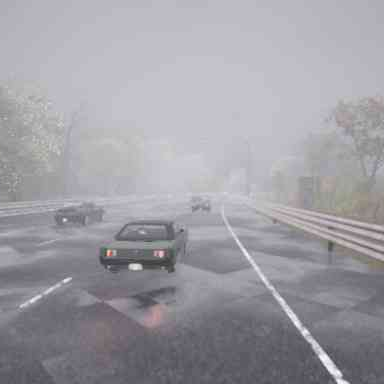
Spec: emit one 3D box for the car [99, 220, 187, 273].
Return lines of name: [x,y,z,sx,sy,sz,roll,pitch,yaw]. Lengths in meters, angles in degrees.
car: [-1.217,1.541,10.430,1.895,1.301,4.718,0,0,4]

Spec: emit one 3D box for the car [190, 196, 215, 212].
car: [1.143,1.411,35.806,1.895,1.301,4.718,0,0,6]

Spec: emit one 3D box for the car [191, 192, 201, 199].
car: [1.055,0.935,85.112,2.097,1.767,4.553,0,0,10]

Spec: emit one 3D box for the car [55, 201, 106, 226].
car: [-7.251,1.374,21.990,1.837,1.490,4.892,0,0,5]

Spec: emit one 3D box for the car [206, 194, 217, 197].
car: [4.709,1.134,85.721,1.994,1.385,4.181,0,0,10]

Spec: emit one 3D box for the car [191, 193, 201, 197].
car: [0.862,1.192,61.371,1.837,1.490,4.892,0,0,8]

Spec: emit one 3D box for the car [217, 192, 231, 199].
car: [8.360,1.137,86.279,1.994,1.385,4.181,0,0,10]
